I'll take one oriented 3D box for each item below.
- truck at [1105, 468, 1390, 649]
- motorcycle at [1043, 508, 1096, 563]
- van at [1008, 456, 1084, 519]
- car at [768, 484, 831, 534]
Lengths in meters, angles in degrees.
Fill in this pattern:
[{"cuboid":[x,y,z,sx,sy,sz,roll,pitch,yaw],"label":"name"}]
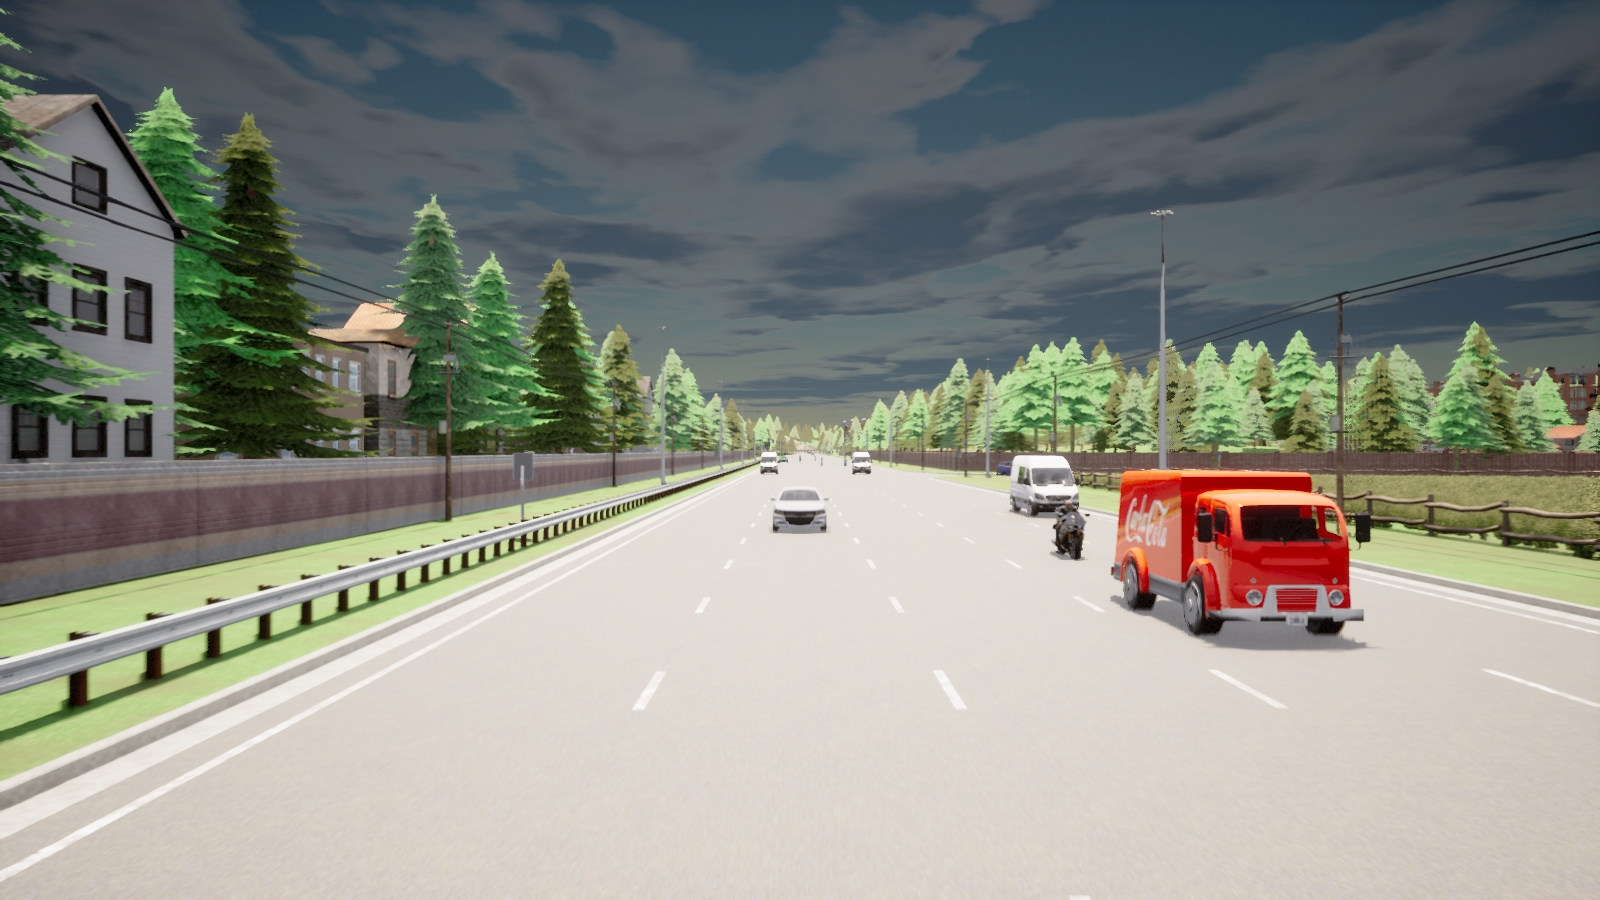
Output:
[{"cuboid":[7.000,1.570,18.699,2.627,2.467,5.204,0,0,0],"label":"truck"},{"cuboid":[7.001,2.205,29.808,0.867,1.251,2.209,0,0,0],"label":"motorcycle"},{"cuboid":[10.499,1.534,49.229,1.988,2.561,5.915,0,0,0],"label":"van"},{"cuboid":[-0.010,2.034,40.528,2.097,1.535,5.006,0,0,0],"label":"car"}]
